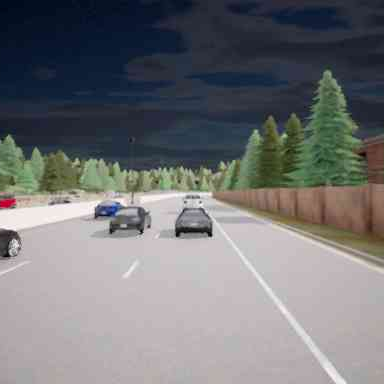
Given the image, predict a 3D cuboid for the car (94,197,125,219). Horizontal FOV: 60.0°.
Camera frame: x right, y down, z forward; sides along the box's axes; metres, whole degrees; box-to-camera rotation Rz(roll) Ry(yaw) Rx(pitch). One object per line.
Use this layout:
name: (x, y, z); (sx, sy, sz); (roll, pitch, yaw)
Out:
car: (-6.906, 1.458, 28.454); (1.882, 1.535, 5.008); (0, 0, 0)

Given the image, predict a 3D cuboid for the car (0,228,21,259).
car: (-6.902, 1.498, 9.720); (1.837, 1.490, 4.892); (0, 0, 0)

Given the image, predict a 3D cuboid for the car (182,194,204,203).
car: (0.091, 1.197, 36.718); (2.150, 2.045, 5.566); (0, 0, 0)

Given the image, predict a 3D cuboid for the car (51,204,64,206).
car: (-17.574, 1.534, 44.426); (1.994, 1.385, 4.181); (0, 0, 0)

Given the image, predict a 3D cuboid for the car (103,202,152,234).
car: (-3.418, 1.513, 18.860); (1.812, 1.442, 4.674); (0, 0, 0)

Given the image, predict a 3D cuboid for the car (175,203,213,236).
car: (0.094, 1.552, 18.309); (1.994, 1.385, 4.181); (0, 0, 0)

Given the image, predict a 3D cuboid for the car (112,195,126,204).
car: (-14.134, 1.436, 64.863); (1.882, 1.535, 5.008); (0, 0, -3)
